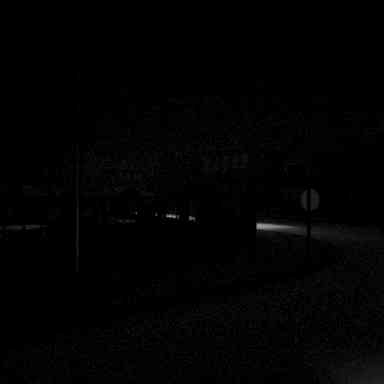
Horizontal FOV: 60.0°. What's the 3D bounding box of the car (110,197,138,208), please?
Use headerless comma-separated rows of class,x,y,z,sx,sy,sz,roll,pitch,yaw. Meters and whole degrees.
car,-10.083,1.547,48.961,2.033,1.411,5.357,0,0,-37

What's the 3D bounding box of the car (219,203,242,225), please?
car,2.378,1.525,24.242,1.812,1.442,4.674,0,0,-35

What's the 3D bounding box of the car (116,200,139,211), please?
car,-7.320,1.491,37.846,2.128,1.511,4.902,0,0,-35
